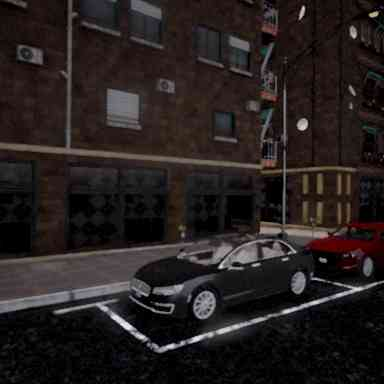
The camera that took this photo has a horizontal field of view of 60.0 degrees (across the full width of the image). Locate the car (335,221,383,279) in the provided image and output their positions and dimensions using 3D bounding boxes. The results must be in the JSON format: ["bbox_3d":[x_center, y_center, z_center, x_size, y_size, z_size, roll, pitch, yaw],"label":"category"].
[{"bbox_3d":[5.422,1.647,10.430,4.507,1.381,1.887,1,0,-36],"label":"car"}]

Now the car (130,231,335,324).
[{"bbox_3d":[0.835,1.597,7.155,4.403,1.369,2.008,1,0,-36],"label":"car"}]
